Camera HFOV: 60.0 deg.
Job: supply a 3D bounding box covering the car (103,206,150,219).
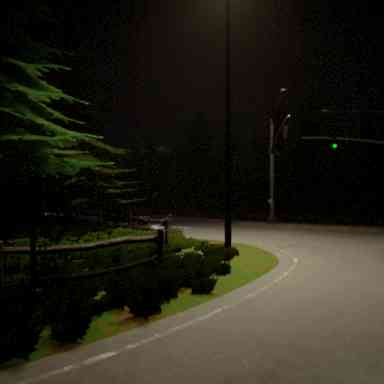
[{"bbox_3d":[-5.129,1.776,25.741,1.837,1.490,4.892,1,-1,-43],"label":"car"}]
